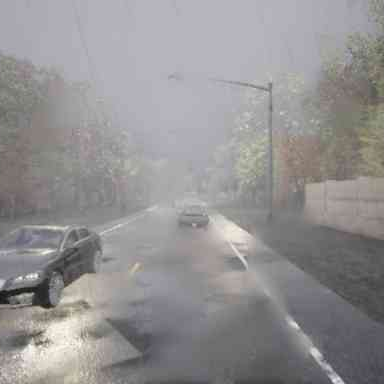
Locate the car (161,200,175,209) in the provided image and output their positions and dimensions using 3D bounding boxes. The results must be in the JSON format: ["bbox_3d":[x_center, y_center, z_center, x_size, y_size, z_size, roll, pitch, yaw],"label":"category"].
[{"bbox_3d":[-3.532,1.908,50.217,1.994,1.385,4.181,0,0,0],"label":"car"}]

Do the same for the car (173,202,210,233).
[{"bbox_3d":[0.116,1.651,21.027,2.128,1.511,4.902,0,0,0],"label":"car"}]

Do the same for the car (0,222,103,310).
[{"bbox_3d":[-3.585,1.546,8.121,2.128,1.511,4.902,1,-1,0],"label":"car"}]
